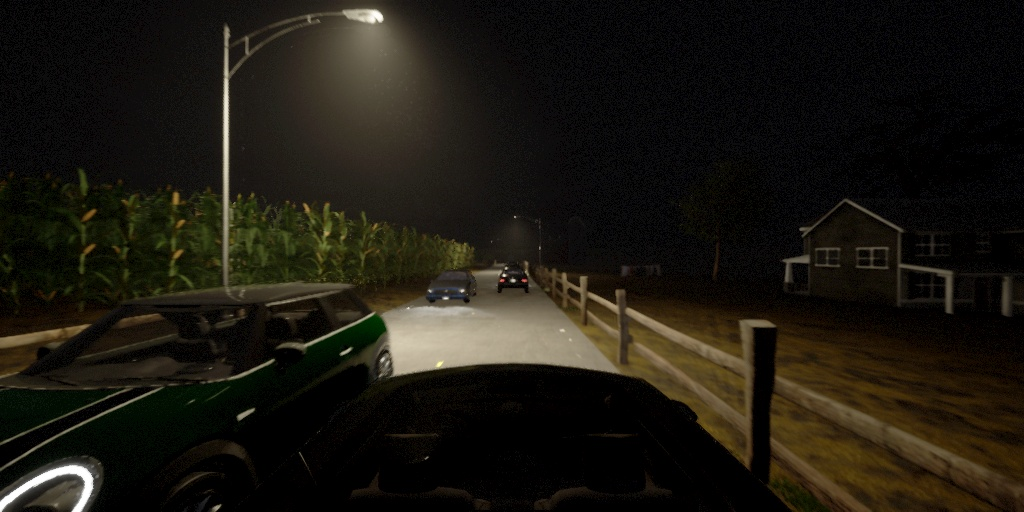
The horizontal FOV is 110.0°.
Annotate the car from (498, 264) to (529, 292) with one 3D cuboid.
[{"bbox_3d":[0.077,1.401,22.110,2.033,1.411,5.357,0,0,0],"label":"car"}]

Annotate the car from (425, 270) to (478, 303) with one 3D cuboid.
[{"bbox_3d":[-2.750,1.379,17.534,2.033,1.411,5.357,0,0,0],"label":"car"}]

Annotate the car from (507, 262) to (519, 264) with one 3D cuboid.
[{"bbox_3d":[0.096,1.448,44.249,1.837,1.490,4.892,0,0,0],"label":"car"}]

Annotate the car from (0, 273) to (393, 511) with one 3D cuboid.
[{"bbox_3d":[-2.817,1.110,3.405,2.097,1.767,4.553,0,0,0],"label":"car"}]
